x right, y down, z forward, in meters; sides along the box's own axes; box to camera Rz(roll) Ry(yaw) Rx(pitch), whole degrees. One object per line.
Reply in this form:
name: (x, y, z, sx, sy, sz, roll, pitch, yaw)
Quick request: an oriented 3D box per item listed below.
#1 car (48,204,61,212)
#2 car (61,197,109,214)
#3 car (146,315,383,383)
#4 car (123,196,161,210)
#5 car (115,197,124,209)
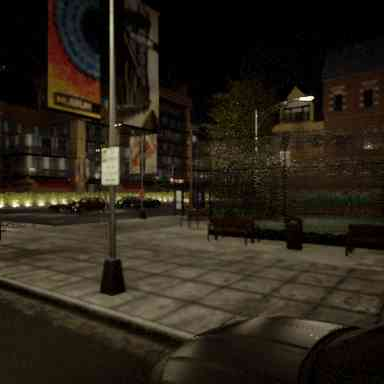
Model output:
car: (-14.055, 1.616, 38.348, 1.895, 1.301, 4.718, 0, 0, 35)
car: (-11.349, 1.366, 36.107, 2.097, 1.767, 4.553, 0, 0, 35)
car: (1.914, 1.479, 1.768, 5.008, 1.535, 2.097, 0, 0, 35)
car: (-6.102, 1.505, 43.590, 2.128, 1.511, 4.902, 0, 0, 35)
car: (-8.941, 1.367, 45.637, 2.097, 1.767, 4.553, 0, 0, 35)
